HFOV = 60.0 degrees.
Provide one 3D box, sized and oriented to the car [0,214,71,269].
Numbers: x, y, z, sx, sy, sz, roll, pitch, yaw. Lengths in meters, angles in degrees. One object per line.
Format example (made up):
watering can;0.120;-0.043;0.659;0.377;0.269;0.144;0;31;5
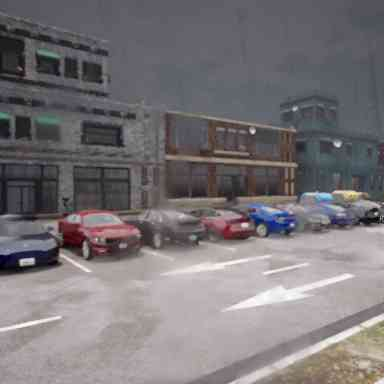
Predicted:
car;-5.881;1.500;11.017;2.163;1.488;4.792;-1;0;-35

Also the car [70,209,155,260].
car;-3.636;1.451;12.654;2.097;1.535;5.008;-1;0;-35

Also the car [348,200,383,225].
car;9.946;1.382;22.328;2.163;1.488;4.792;0;0;-35

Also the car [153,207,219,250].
car;-1.362;1.433;14.254;2.231;1.521;4.892;0;0;-35

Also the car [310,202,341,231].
car;5.530;1.382;19.163;2.231;1.521;4.892;0;0;-35

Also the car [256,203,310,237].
car;3.270;1.397;17.545;2.097;1.535;5.008;0;0;-35

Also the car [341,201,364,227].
car;7.698;1.407;20.693;2.002;1.452;4.674;0;0;-35

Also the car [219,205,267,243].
car;0.882;1.443;15.891;2.163;1.488;4.792;0;0;-35
